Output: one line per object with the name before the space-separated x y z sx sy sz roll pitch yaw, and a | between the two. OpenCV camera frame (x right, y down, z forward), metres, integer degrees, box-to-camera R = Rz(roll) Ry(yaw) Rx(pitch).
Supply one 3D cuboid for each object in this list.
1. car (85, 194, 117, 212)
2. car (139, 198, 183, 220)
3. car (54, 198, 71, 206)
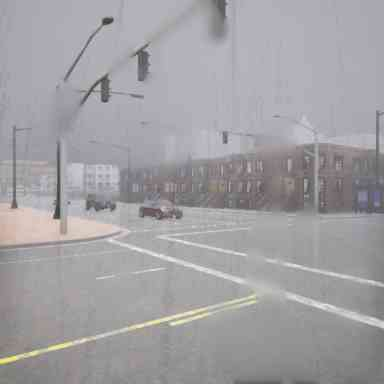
car | -10.990 1.222 39.809 2.150 2.045 5.566 0 0 -36
car | -2.699 1.352 28.273 2.097 1.767 4.553 0 0 -35
car | -21.090 1.525 53.976 1.812 1.442 4.674 0 0 -35
